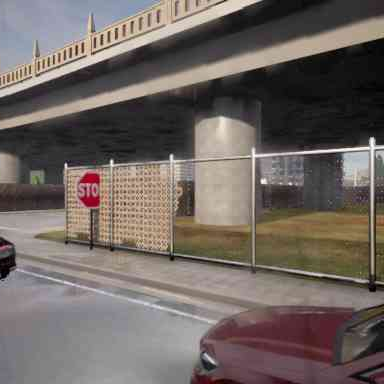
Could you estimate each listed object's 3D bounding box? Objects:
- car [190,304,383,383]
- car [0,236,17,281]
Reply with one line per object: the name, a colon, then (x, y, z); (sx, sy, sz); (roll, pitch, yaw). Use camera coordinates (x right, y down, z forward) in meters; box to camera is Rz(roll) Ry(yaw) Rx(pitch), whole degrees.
car: (2.167, 1.526, 2.442); (4.674, 1.442, 1.812); (0, 0, 35)
car: (-6.446, 1.493, 8.590); (4.902, 1.511, 2.128); (0, 0, 36)
